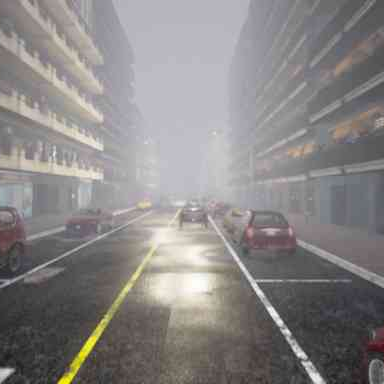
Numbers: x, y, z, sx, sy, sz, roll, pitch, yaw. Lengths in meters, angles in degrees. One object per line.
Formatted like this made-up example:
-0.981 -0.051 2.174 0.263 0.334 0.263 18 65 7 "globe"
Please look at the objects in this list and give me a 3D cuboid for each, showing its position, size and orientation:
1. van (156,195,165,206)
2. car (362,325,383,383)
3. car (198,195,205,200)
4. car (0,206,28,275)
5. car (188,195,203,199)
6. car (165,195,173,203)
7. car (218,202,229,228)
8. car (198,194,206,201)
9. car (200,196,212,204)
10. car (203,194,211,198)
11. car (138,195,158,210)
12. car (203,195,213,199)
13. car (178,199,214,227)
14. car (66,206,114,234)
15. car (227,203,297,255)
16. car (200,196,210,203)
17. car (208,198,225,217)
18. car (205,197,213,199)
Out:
-5.698 1.304 52.894 1.690 1.788 3.998 0 0 0 "van"
2.689 1.577 1.918 1.802 1.307 4.206 0 0 0 "car"
2.678 1.587 92.501 1.947 1.339 4.313 0 0 0 "car"
-5.692 1.302 7.598 2.192 1.841 5.009 0 0 0 "car"
0.097 1.449 46.512 2.128 1.511 4.902 0 0 0 "car"
-5.700 1.421 69.879 1.967 1.590 4.097 0 0 0 "car"
2.687 1.500 19.070 1.752 1.417 4.829 0 0 0 "car"
2.679 1.448 86.842 1.967 1.590 4.097 0 0 0 "car"
2.682 1.525 64.195 2.008 1.369 4.403 0 0 0 "car"
2.681 1.283 58.533 2.192 1.841 5.009 0 0 0 "car"
-5.696 1.485 41.401 1.752 1.417 4.829 0 0 0 "car"
2.684 1.485 41.719 1.752 1.417 4.829 0 0 0 "car"
0.098 1.465 22.487 2.128 1.511 4.902 0 0 0 "car"
-5.693 1.520 18.922 1.887 1.381 4.507 0 0 0 "car"
2.687 1.420 13.237 1.967 1.590 4.097 0 0 0 "car"
2.681 1.531 69.856 2.008 1.369 4.403 0 0 0 "car"
2.686 1.511 30.225 1.887 1.381 4.507 0 0 0 "car"
2.685 1.506 35.890 1.887 1.381 4.507 0 0 0 "car"
